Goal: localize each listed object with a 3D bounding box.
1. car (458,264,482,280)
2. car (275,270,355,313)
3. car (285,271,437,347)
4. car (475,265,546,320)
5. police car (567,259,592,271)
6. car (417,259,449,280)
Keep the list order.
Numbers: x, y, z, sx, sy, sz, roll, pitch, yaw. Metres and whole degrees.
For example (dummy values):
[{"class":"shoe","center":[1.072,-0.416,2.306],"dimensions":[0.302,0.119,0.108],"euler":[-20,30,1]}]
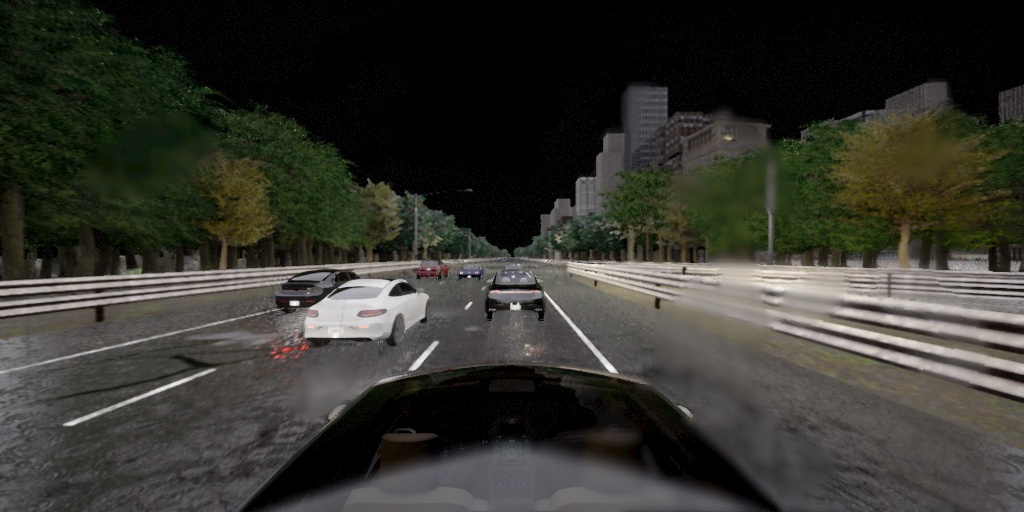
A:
[{"class":"car","center":[-3.396,1.355,30.680],"dimensions":[1.895,1.301,4.718],"euler":[0,0,0]},{"class":"car","center":[-6.898,1.256,13.801],"dimensions":[1.837,1.490,4.892],"euler":[0,0,0]},{"class":"car","center":[-3.402,1.276,9.227],"dimensions":[1.812,1.442,4.674],"euler":[0,0,0]},{"class":"car","center":[0.100,1.242,12.568],"dimensions":[2.128,1.511,4.902],"euler":[0,0,0]},{"class":"police car","center":[8.481,1.236,43.983],"dimensions":[1.930,1.638,5.238],"euler":[0,0,-20]},{"class":"car","center":[-6.898,1.107,31.774],"dimensions":[2.097,1.767,4.553],"euler":[0,0,0]}]
